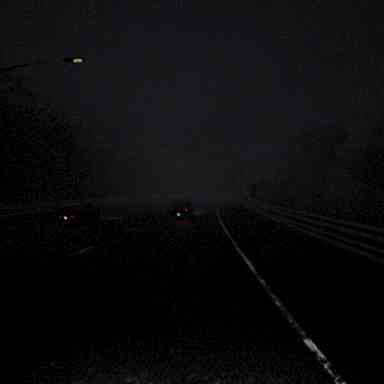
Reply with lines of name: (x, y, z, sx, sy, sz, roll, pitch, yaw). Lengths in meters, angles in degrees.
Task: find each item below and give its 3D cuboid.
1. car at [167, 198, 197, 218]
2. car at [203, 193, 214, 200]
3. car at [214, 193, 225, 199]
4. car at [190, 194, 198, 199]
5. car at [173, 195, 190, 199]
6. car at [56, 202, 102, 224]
car: (-0.842, 1.498, 29.165, 1.895, 1.301, 4.718, 0, 0, 6)
car: (3.948, 1.214, 87.588, 1.837, 1.490, 4.892, 0, 0, 10)
car: (7.587, 1.275, 88.046, 1.895, 1.301, 4.718, 0, 0, 10)
car: (0.310, 1.248, 87.133, 1.837, 1.490, 4.892, 0, 0, 10)
car: (-1.915, 1.376, 49.784, 1.812, 1.442, 4.674, -1, 0, 7)
car: (-8.286, 1.479, 24.845, 1.837, 1.490, 4.892, -1, 0, 6)
